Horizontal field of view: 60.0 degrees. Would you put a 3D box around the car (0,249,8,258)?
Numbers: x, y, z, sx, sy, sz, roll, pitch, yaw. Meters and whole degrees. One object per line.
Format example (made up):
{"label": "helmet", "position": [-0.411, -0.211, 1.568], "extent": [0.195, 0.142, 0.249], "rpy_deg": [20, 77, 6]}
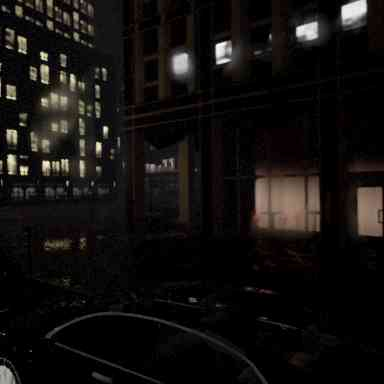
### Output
{"label": "car", "position": [-4.857, 1.461, 6.230], "extent": [4.403, 1.369, 2.008], "rpy_deg": [1, 0, 35]}

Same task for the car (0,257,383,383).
{"label": "car", "position": [-0.168, 1.511, 2.994], "extent": [4.403, 1.369, 2.008], "rpy_deg": [1, 0, 35]}
